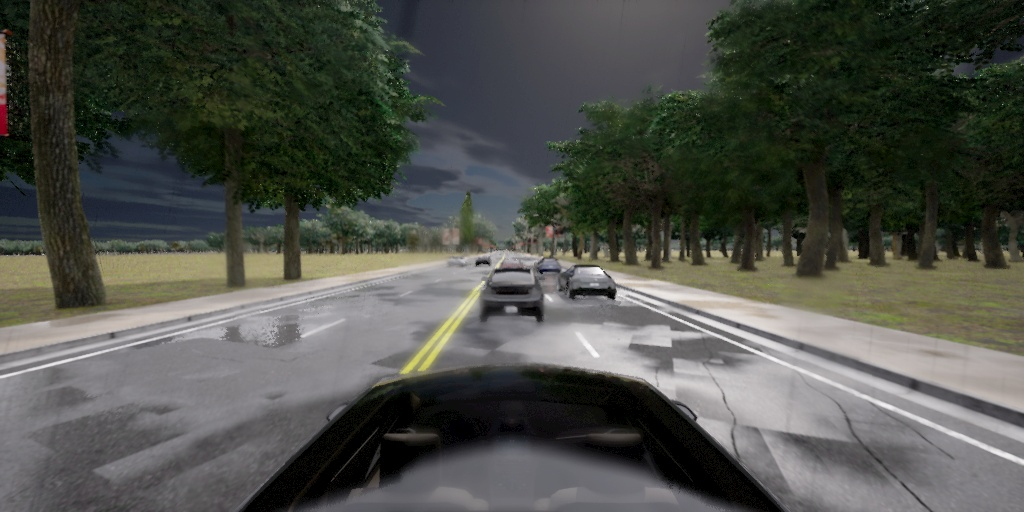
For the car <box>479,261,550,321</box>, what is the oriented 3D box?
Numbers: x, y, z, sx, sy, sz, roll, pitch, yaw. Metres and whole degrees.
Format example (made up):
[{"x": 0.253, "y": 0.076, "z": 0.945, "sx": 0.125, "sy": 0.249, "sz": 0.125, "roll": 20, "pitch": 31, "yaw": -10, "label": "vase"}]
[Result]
[{"x": 0.031, "y": 1.093, "z": 11.621, "sx": 1.837, "sy": 1.490, "sz": 4.892, "roll": 0, "pitch": 1, "yaw": 1, "label": "car"}]

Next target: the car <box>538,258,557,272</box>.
[{"x": 3.205, "y": 0.824, "z": 31.621, "sx": 1.994, "sy": 1.385, "sz": 4.181, "roll": 0, "pitch": 1, "yaw": 0, "label": "car"}]

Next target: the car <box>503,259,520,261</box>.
[{"x": -0.036, "y": 0.898, "z": 29.337, "sx": 1.895, "sy": 1.301, "sz": 4.718, "roll": 0, "pitch": 1, "yaw": 0, "label": "car"}]

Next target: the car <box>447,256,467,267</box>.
[{"x": -6.810, "y": 0.645, "z": 44.738, "sx": 1.895, "sy": 1.301, "sz": 4.718, "roll": 0, "pitch": 1, "yaw": 0, "label": "car"}]

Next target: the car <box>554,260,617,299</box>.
[{"x": 3.283, "y": 1.075, "z": 16.285, "sx": 1.994, "sy": 1.385, "sz": 4.181, "roll": 0, "pitch": 1, "yaw": 0, "label": "car"}]

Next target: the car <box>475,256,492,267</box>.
[{"x": -3.560, "y": 0.645, "z": 44.770, "sx": 1.895, "sy": 1.301, "sz": 4.718, "roll": 0, "pitch": 1, "yaw": 0, "label": "car"}]
